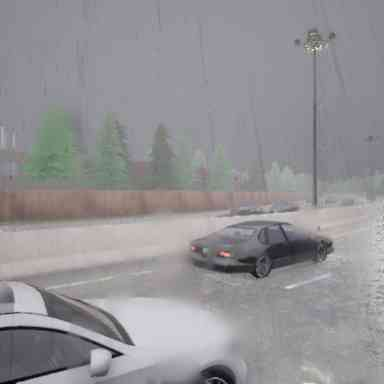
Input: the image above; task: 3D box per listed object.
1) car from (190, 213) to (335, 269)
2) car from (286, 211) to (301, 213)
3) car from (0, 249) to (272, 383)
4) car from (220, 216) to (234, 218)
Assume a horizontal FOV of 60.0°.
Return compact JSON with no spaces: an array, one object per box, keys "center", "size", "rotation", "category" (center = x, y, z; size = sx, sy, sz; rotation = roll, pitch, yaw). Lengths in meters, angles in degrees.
[{"center":[2.300,1.592,10.221],"size":[5.357,1.411,2.033],"rotation":[0,0,-40],"category":"car"},{"center":[9.462,1.633,33.394],"size":[2.128,1.511,4.902],"rotation":[0,0,36],"category":"car"},{"center":[-1.628,1.540,2.772],"size":[4.674,1.442,1.812],"rotation":[0,0,-36],"category":"car"},{"center":[3.316,1.692,20.942],"size":[1.895,1.301,4.718],"rotation":[0,0,45],"category":"car"}]
